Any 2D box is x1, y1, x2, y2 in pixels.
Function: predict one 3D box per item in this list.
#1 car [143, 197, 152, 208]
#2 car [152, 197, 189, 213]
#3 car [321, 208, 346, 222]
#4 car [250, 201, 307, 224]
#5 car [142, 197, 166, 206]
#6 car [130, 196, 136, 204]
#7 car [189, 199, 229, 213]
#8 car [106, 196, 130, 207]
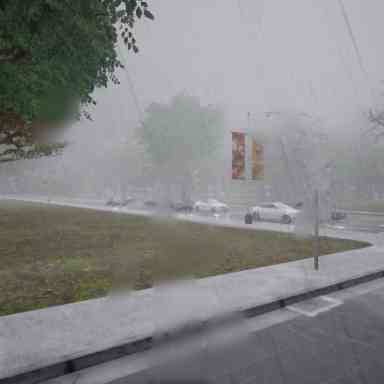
[{"bbox_3d":[-5.027,1.570,46.966,1.895,1.301,4.718,0,0,-35],"label":"car"},{"bbox_3d":[-1.984,1.525,37.049,2.033,1.411,5.357,0,0,-35],"label":"car"},{"bbox_3d":[9.653,1.491,26.312,1.837,1.490,4.892,0,0,-35],"label":"car"},{"bbox_3d":[6.445,1.514,25.202,1.812,1.442,4.674,0,0,-36],"label":"car"},{"bbox_3d":[-6.290,1.489,54.620,1.812,1.442,4.674,0,0,-36],"label":"car"},{"bbox_3d":[-12.288,1.486,63.041,1.812,1.442,4.674,0,0,-35],"label":"car"},{"bbox_3d":[2.059,1.501,36.992,1.812,1.442,4.674,0,0,-35],"label":"car"},{"bbox_3d":[-11.626,1.497,50.722,1.812,1.442,4.674,0,0,-35],"label":"car"}]
